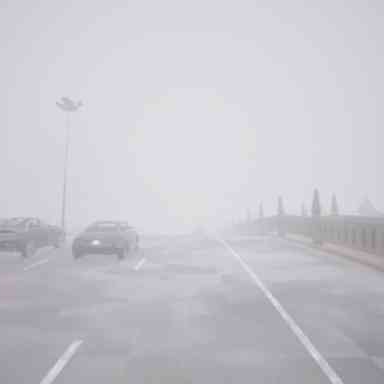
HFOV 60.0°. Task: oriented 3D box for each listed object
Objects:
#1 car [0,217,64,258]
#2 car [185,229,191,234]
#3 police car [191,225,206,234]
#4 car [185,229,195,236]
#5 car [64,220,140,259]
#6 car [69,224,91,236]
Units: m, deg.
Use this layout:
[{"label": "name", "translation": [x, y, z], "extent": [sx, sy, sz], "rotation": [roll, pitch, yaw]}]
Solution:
[{"label": "car", "translation": [-6.903, 1.781, 13.801], "extent": [2.128, 1.511, 4.902], "rotation": [0, -3, 0]}, {"label": "car", "translation": [-0.016, 8.513, 70.751], "extent": [1.895, 1.301, 4.718], "rotation": [0, -8, 0]}, {"label": "police car", "translation": [1.212, 6.242, 54.208], "extent": [1.930, 1.638, 5.238], "rotation": [0, -8, 0]}, {"label": "car", "translation": [-0.561, 10.568, 86.569], "extent": [1.837, 1.490, 4.892], "rotation": [1, -8, -8]}, {"label": "car", "translation": [-3.403, 1.853, 13.795], "extent": [1.994, 1.385, 4.181], "rotation": [0, -3, 0]}, {"label": "car", "translation": [-21.020, 7.216, 62.446], "extent": [2.150, 2.045, 5.566], "rotation": [0, -8, 0]}]
